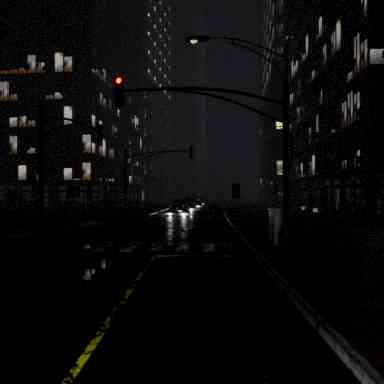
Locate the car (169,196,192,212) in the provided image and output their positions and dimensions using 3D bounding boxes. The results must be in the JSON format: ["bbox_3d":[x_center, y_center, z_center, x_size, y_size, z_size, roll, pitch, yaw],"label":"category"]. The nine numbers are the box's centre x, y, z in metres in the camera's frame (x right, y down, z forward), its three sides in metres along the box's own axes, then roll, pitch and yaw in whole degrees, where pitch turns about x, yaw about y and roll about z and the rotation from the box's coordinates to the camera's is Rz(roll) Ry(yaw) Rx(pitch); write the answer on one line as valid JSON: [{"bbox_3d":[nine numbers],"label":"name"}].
[{"bbox_3d":[-1.448,1.499,37.854,1.812,1.442,4.674,0,0,5],"label":"car"}]

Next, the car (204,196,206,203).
[{"bbox_3d":[1.835,1.464,67.100,2.033,1.411,5.357,0,0,8],"label":"car"}]

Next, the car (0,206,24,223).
[{"bbox_3d":[-16.444,1.854,28.063,4.403,1.369,2.008,-1,1,10],"label":"car"}]

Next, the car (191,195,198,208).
[{"bbox_3d":[-0.631,1.486,46.819,1.812,1.442,4.674,0,0,6],"label":"car"}]

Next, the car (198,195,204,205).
[{"bbox_3d":[0.443,1.293,56.634,2.097,1.767,4.553,0,0,7],"label":"car"}]
